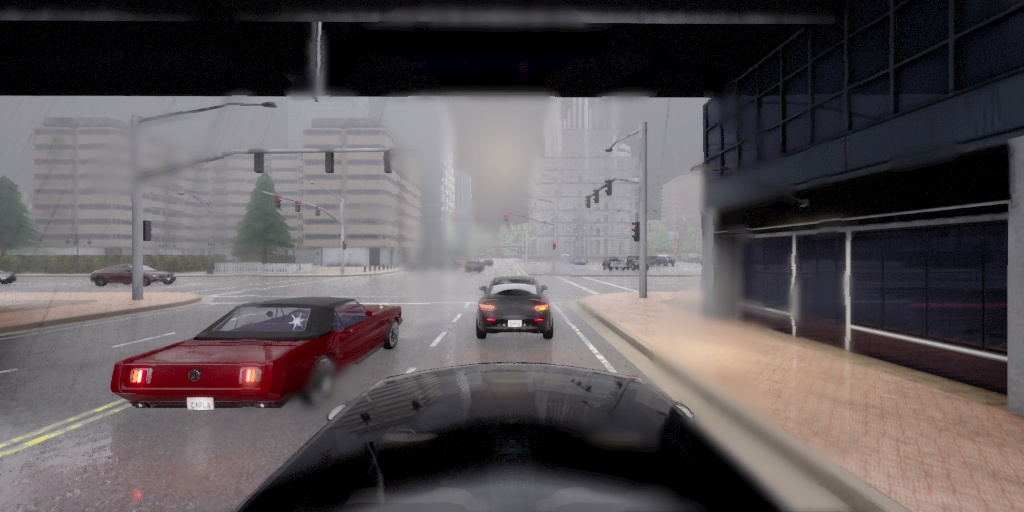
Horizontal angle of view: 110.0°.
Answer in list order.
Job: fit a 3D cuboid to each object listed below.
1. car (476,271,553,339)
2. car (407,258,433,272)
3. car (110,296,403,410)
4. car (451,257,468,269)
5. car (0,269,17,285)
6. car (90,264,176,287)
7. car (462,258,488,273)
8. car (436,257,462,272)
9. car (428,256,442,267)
[{"bbox_3d":[0.070,1.276,9.967,1.812,1.442,4.674,0,0,0],"label":"car"},{"bbox_3d":[-11.589,1.314,44.572,1.994,1.385,4.181,0,0,0],"label":"car"},{"bbox_3d":[-3.441,1.351,6.201,1.895,1.301,4.718,0,0,0],"label":"car"},{"bbox_3d":[-8.183,1.102,56.280,2.097,1.767,4.553,0,0,0],"label":"car"},{"bbox_3d":[-36.683,1.242,24.182,4.902,1.511,2.128,0,0,-1],"label":"car"},{"bbox_3d":[-25.578,1.276,24.253,4.674,1.442,1.812,0,0,0],"label":"car"},{"bbox_3d":[-4.434,1.241,43.689,2.128,1.511,4.902,0,0,0],"label":"car"},{"bbox_3d":[-8.115,1.241,47.368,2.128,1.511,4.902,0,0,0],"label":"car"},{"bbox_3d":[-11.666,0.971,53.929,2.150,2.045,5.566,0,0,-1],"label":"car"}]
